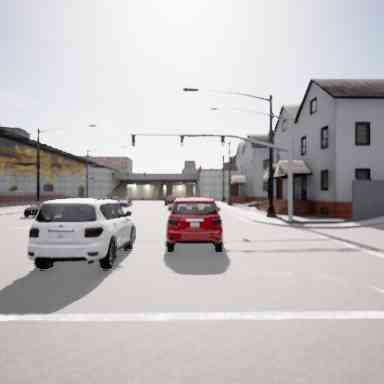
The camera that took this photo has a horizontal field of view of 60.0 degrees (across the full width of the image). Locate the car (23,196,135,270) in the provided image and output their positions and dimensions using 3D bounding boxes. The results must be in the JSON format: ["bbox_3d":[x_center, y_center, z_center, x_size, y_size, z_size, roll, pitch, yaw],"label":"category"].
[{"bbox_3d":[-3.401,1.246,11.299,2.150,2.045,5.566,0,0,0],"label":"car"}]

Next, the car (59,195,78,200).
[{"bbox_3d":[-32.501,1.473,87.414,1.853,1.218,4.536,0,0,29],"label":"car"}]

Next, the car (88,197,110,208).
[{"bbox_3d":[-14.050,1.608,50.480,1.837,1.490,4.892,0,0,0],"label":"car"}]

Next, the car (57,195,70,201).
[{"bbox_3d":[-31.717,1.462,82.135,1.853,1.218,4.536,0,0,-36],"label":"car"}]

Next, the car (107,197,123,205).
[{"bbox_3d":[-14.005,1.629,60.894,1.837,1.490,4.892,0,0,0],"label":"car"}]

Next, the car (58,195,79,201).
[{"bbox_3d":[-32.477,1.630,87.460,2.038,1.542,4.974,0,0,29],"label":"car"}]

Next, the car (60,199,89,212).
[{"bbox_3d":[-14.092,1.607,40.125,1.812,1.442,4.674,0,0,0],"label":"car"}]

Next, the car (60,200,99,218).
[{"bbox_3d":[-10.601,1.556,31.805,2.128,1.511,4.902,0,0,0],"label":"car"}]

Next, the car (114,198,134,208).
[{"bbox_3d":[-10.541,1.653,51.843,2.033,1.411,5.357,0,0,0],"label":"car"}]

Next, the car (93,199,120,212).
[{"bbox_3d":[-10.594,1.632,41.554,2.033,1.411,5.357,0,0,0],"label":"car"}]

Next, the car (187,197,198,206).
[{"bbox_3d":[0.082,1.643,57.253,1.812,1.442,4.674,0,0,0],"label":"car"}]

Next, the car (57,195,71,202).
[{"bbox_3d":[-31.686,1.619,82.093,2.038,1.542,4.974,0,0,-36],"label":"car"}]

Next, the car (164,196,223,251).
[{"bbox_3d":[0.100,1.255,14.437,2.150,2.045,5.566,0,0,0],"label":"car"}]

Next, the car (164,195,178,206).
[{"bbox_3d":[-3.504,1.467,56.343,2.097,1.767,4.553,0,0,0],"label":"car"}]
